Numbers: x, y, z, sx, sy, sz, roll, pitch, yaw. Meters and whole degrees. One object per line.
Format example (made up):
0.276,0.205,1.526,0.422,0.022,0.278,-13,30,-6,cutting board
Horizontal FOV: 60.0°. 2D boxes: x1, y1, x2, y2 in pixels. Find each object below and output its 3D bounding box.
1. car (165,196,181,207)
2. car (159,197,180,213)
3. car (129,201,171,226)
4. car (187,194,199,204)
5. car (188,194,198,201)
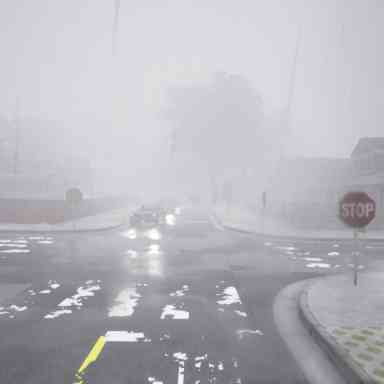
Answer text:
-2.653,1.336,47.319,1.895,1.301,4.718,0,1,0,car
-2.712,1.346,34.682,2.128,1.511,4.902,0,0,0,car
-2.943,1.539,23.245,1.895,1.301,4.718,0,0,5,car
0.222,1.115,56.356,1.882,1.535,5.008,0,1,0,car
0.264,1.073,66.777,1.994,1.385,4.181,0,1,0,car
